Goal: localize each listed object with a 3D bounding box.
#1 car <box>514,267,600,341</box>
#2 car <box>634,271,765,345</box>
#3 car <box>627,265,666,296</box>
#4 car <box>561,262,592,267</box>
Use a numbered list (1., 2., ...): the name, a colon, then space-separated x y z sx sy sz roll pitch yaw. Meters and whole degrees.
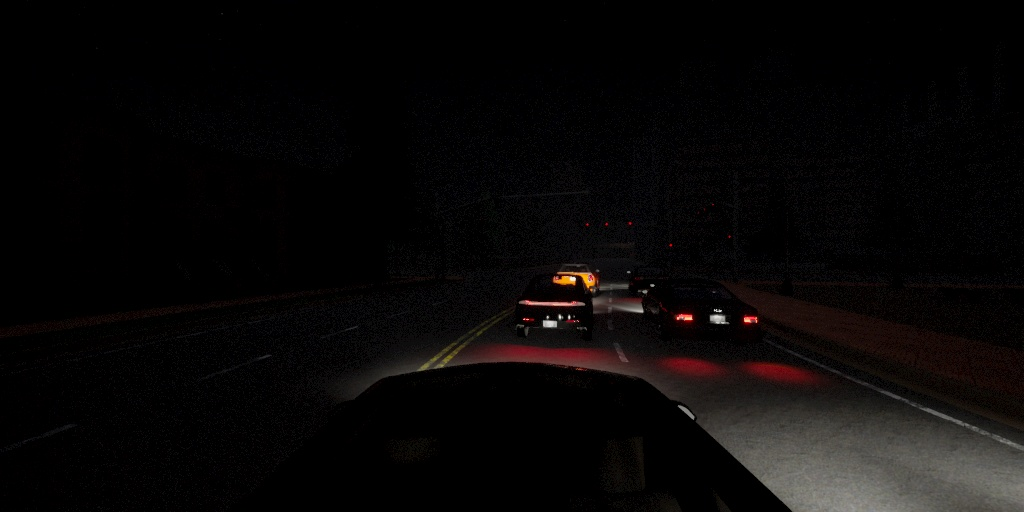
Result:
1. car: 1.319 1.242 10.040 2.128 1.511 4.902 0 0 12
2. car: 4.692 1.297 9.613 2.033 1.411 5.357 0 0 13
3. car: 7.249 1.228 19.102 1.882 1.535 5.008 0 0 16
4. car: 3.481 1.102 18.929 2.097 1.767 4.553 0 0 16
